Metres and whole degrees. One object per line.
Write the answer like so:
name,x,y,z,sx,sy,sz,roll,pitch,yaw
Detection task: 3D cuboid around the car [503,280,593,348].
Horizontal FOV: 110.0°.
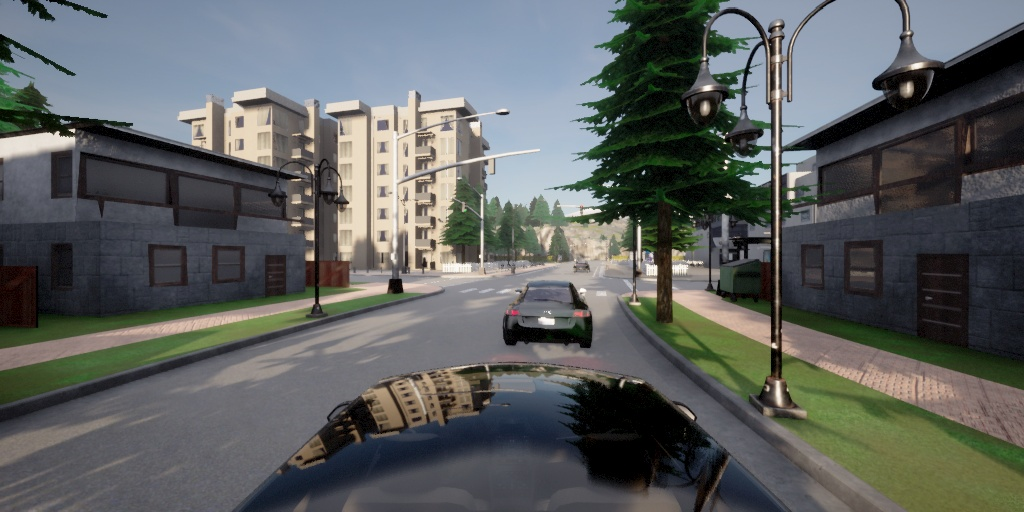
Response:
car,0.997,1.314,9.335,1.994,1.385,4.181,0,0,8

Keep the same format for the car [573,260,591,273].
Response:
car,8.746,1.276,44.880,2.128,1.511,4.902,0,0,14
